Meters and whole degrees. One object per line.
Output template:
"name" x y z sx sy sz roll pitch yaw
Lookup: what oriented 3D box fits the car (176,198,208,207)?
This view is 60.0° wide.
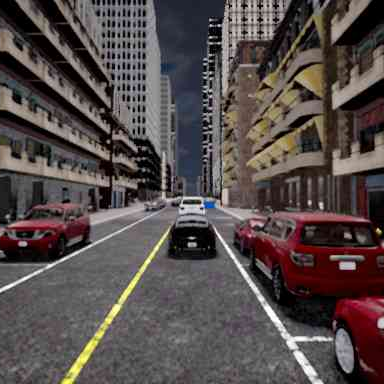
"car" 0.008 1.490 29.037 2.150 2.045 5.566 0 0 0

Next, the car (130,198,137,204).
"car" -16.471 2.300 86.183 4.097 1.590 1.967 0 -2 0

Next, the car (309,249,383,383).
"car" 2.705 1.571 2.644 1.887 1.381 4.507 1 -1 0

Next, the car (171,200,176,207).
"car" -3.016 2.167 64.479 1.994 1.385 4.181 0 0 1

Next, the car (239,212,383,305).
"car" 2.711 1.394 8.187 2.192 1.841 5.009 1 -1 0

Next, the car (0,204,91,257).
"car" -5.669 1.445 13.676 2.192 1.841 5.009 1 -1 0

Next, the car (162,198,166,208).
"car" -5.631 2.072 52.455 1.802 1.307 4.206 1 -1 0

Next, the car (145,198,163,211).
"car" -5.632 1.990 46.914 2.008 1.369 4.403 1 -1 0

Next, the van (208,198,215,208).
"van" 2.720 1.832 52.508 1.690 1.788 3.998 1 -1 0

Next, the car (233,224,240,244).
"car" 2.707 1.712 13.724 1.802 1.307 4.206 1 -1 0

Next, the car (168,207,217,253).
"car" 0.009 1.644 14.322 1.837 1.490 4.892 0 0 0

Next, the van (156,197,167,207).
"van" -5.794 1.934 63.537 1.690 1.788 3.998 1 -1 0
